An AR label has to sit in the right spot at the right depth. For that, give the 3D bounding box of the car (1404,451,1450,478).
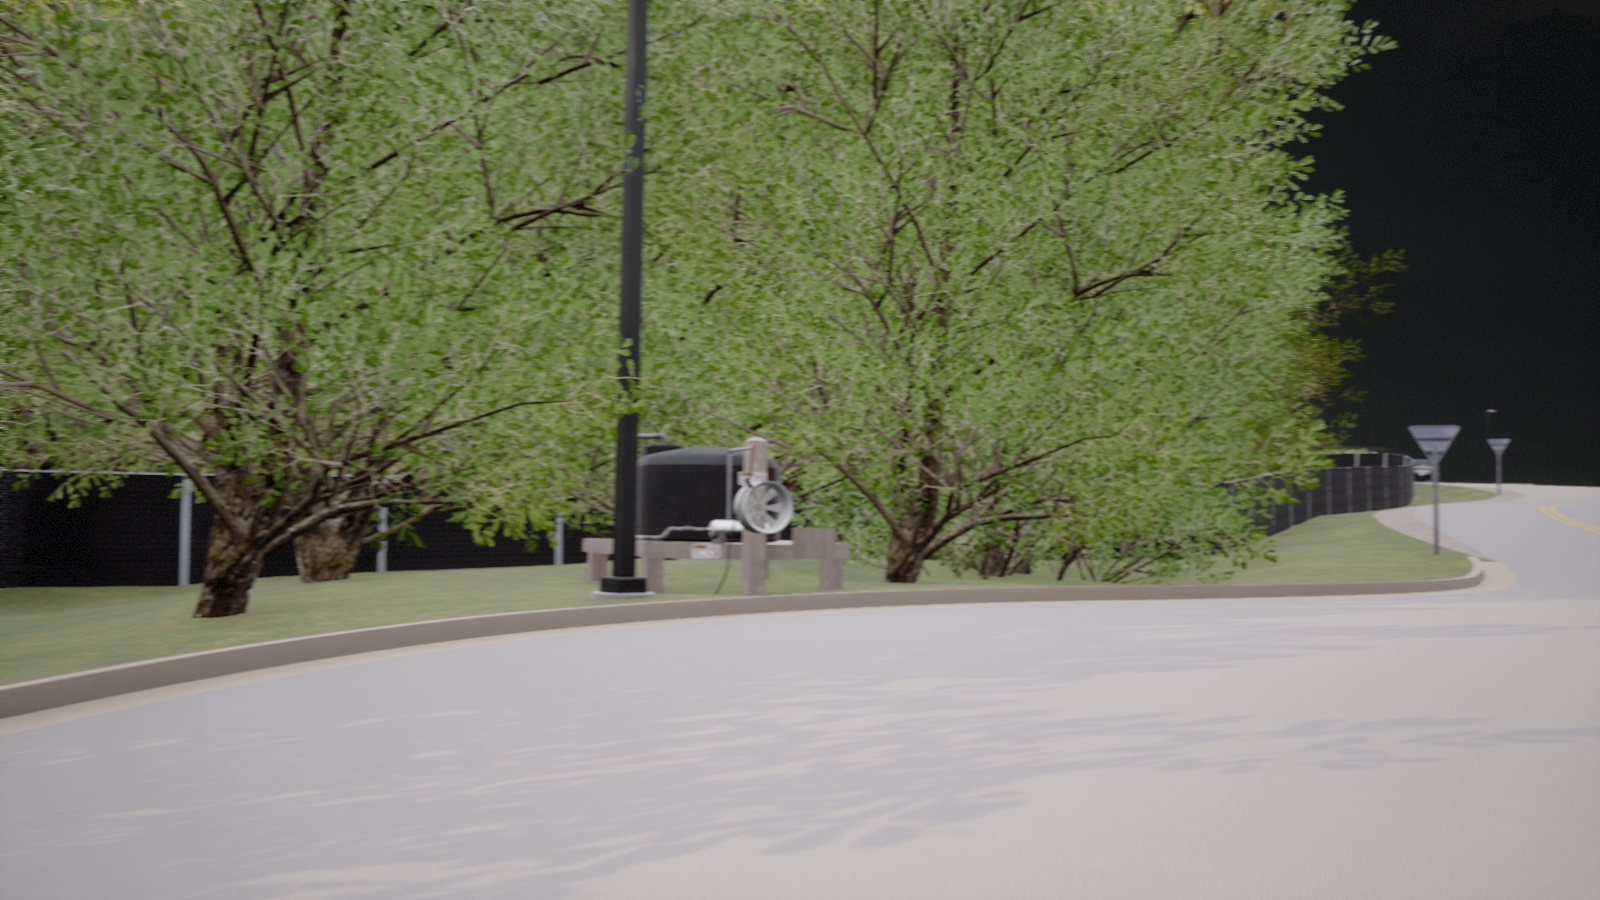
[{"bbox_3d":[39.144,0.922,78.486,2.128,1.511,4.902,1,-1,21],"label":"car"}]
